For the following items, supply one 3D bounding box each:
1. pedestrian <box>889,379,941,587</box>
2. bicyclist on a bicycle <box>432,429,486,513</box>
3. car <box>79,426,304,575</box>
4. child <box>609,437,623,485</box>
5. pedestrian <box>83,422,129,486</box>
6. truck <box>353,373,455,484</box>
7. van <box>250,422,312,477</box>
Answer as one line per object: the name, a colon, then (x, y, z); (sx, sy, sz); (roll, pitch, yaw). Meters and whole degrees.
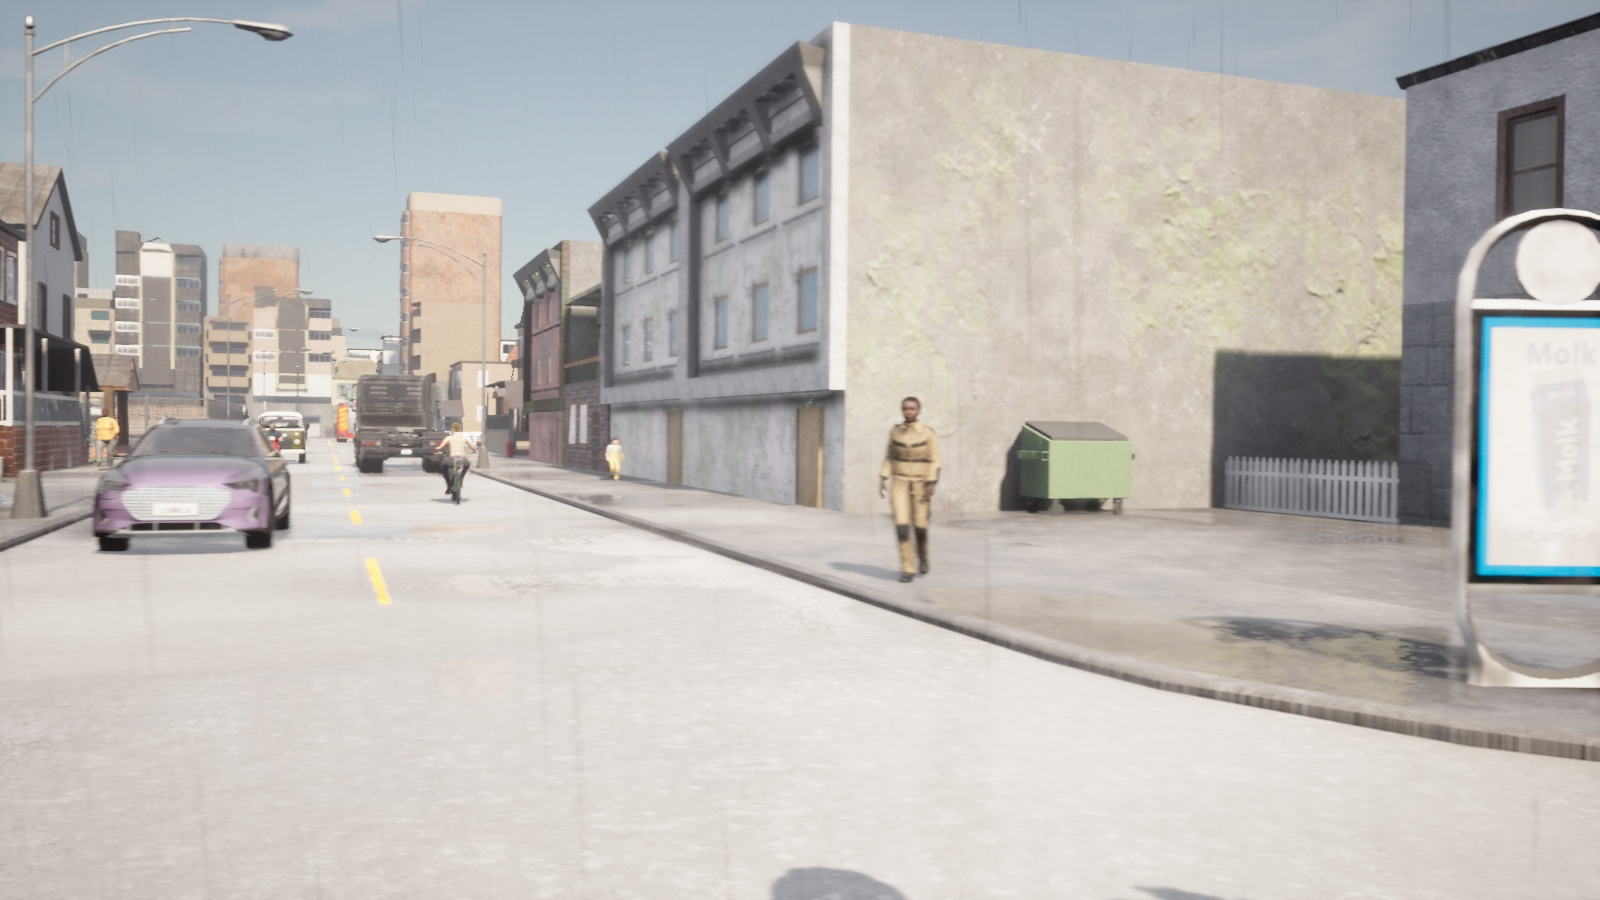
pedestrian: (1.104, 0.301, 11.976); (0.396, 1.930, 0.692); (0, 1, 12)
bicyclist on a bicycle: (-6.828, 0.400, 25.074); (0.866, 1.612, 1.509); (-1, 1, -21)
car: (-7.859, 0.542, 16.699); (2.033, 1.649, 4.856); (-1, 1, -18)
child: (-4.961, 0.290, 33.873); (0.270, 1.263, 0.437); (-1, 1, -23)
pedestrian: (-20.328, 0.106, 36.805); (0.874, 1.855, 0.900); (-1, 1, -6)
truck: (-13.862, -0.743, 43.535); (2.891, 3.462, 7.936); (-1, 1, -21)
van: (-20.360, -0.063, 49.415); (2.069, 2.038, 4.480); (-1, 1, -21)
